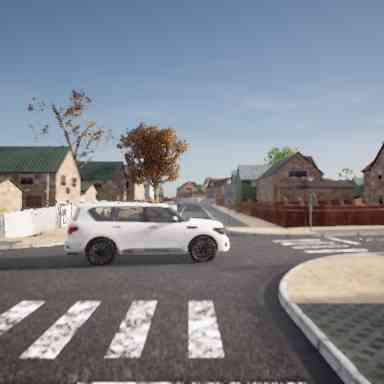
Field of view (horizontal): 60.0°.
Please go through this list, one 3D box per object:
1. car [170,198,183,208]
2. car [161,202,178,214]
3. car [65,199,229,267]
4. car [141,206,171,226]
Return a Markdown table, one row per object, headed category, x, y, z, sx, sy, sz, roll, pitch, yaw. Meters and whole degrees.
| category | x | y | z | sx | sy | sz | roll | pitch | yaw |
| --- | --- | --- | --- | --- | --- | --- | --- | --- | --- |
| car | -2.773 | 2.020 | 60.647 | 2.097 | 1.767 | 4.553 | 0 | -1 | 0 |
| car | -2.850 | 1.993 | 42.565 | 1.812 | 1.442 | 4.674 | 0 | -1 | 0 |
| car | -1.531 | 1.365 | 11.767 | 5.566 | 2.045 | 2.150 | 0 | -1 | -9 |
| car | -2.852 | 1.910 | 27.284 | 1.895 | 1.301 | 4.718 | 0 | -1 | 0 |
